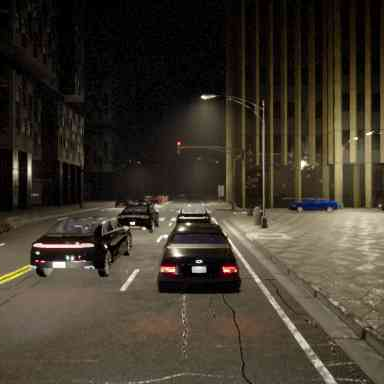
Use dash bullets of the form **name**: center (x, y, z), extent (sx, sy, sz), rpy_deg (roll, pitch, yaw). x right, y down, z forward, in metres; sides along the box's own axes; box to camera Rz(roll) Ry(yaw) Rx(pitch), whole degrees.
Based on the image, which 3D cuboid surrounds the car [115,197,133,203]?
- **car**: center (-9.581, 1.441, 47.130), extent (1.812, 1.442, 4.674), rpy_deg (0, 0, 0)

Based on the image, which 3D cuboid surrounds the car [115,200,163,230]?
- **car**: center (-3.043, 1.460, 19.586), extent (1.882, 1.535, 5.008), rpy_deg (0, 0, 0)

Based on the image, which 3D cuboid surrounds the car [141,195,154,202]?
- **car**: center (-9.357, 1.366, 70.370), extent (2.033, 1.411, 5.357), rpy_deg (0, 0, 0)

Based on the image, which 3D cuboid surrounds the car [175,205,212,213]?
- **car**: center (0.103, 1.476, 18.678), extent (2.128, 1.511, 4.902), rpy_deg (0, 0, 0)

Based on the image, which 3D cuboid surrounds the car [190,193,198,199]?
- **car**: center (0.492, 1.117, 87.500), extent (2.128, 1.511, 4.902), rpy_deg (0, 0, 0)

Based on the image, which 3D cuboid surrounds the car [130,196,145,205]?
- **car**: center (-9.503, 1.400, 58.175), extent (1.812, 1.442, 4.674), rpy_deg (0, 0, 1)

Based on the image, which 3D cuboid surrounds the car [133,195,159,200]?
- **car**: center (-6.337, 1.408, 46.499), extent (2.128, 1.511, 4.902), rpy_deg (0, 0, 1)

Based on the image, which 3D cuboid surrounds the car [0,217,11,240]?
- **car**: center (-9.773, 1.538, 14.017), extent (2.033, 1.411, 5.357), rpy_deg (0, 0, 0)

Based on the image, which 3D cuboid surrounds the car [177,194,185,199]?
- **car**: center (-2.757, 1.187, 87.549), extent (1.895, 1.301, 4.718), rpy_deg (0, 0, 0)

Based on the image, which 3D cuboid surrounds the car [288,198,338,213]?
- **car**: center (12.730, 1.369, 35.024), extent (5.008, 1.535, 1.882), rpy_deg (0, 0, 1)

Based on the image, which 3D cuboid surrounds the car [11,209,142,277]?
- **car**: center (-3.095, 1.487, 10.211), extent (2.128, 1.511, 4.902), rpy_deg (0, 0, 0)

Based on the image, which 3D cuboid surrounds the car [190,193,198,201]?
- **car**: center (0.433, 1.291, 77.078), extent (1.837, 1.490, 4.892), rpy_deg (0, 0, 0)

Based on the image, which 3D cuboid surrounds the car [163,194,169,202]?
- **car**: center (-6.100, 1.177, 71.414), extent (2.097, 1.767, 4.553), rpy_deg (0, 0, 0)

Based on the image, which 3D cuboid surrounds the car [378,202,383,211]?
- **car**: center (22.197, 1.343, 34.989), extent (4.902, 1.511, 2.128), rpy_deg (0, 0, 0)

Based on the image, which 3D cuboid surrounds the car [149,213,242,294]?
- **car**: center (0.148, 1.544, 8.934), extent (2.033, 1.411, 5.357), rpy_deg (0, 0, 0)

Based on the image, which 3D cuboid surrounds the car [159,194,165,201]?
- **car**: center (-6.272, 1.481, 56.483), extent (1.895, 1.301, 4.718), rpy_deg (0, 0, 1)

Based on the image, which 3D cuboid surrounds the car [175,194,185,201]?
- **car**: center (-2.817, 1.317, 77.097), extent (2.128, 1.511, 4.902), rpy_deg (0, 0, 0)
